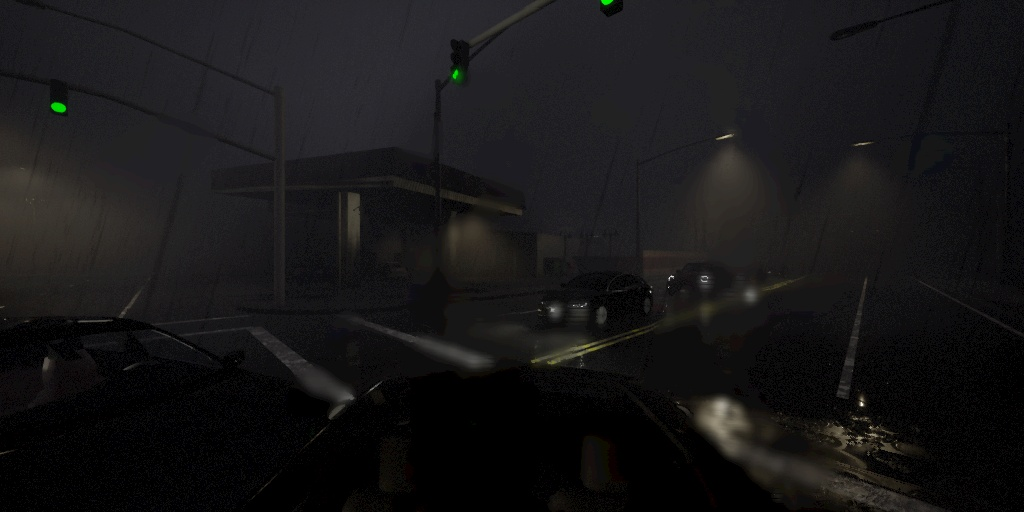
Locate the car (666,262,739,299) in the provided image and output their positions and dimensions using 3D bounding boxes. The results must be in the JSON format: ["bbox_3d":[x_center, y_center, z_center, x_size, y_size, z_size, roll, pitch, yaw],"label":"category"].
[{"bbox_3d":[9.698,1.102,18.384,4.553,1.767,2.097,0,0,-45],"label":"car"}]

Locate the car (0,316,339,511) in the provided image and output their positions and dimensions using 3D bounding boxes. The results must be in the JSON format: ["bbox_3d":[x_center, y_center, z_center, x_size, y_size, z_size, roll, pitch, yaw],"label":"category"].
[{"bbox_3d":[-3.424,1.242,2.505,4.902,1.511,2.128,0,0,15],"label":"car"}]

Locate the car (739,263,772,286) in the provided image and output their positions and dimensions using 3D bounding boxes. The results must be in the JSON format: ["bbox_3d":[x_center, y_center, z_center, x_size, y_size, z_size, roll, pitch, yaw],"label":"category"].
[{"bbox_3d":[16.616,1.314,25.303,1.994,1.385,4.181,0,0,44],"label":"car"}]

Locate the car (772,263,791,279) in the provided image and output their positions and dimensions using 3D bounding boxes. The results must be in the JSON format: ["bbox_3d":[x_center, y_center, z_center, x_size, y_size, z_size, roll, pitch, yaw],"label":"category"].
[{"bbox_3d":[23.741,1.314,32.365,4.181,1.385,1.994,0,0,-45],"label":"car"}]

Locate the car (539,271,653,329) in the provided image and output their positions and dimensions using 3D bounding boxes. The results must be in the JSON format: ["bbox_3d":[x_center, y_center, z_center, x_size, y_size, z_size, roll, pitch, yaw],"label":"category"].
[{"bbox_3d":[2.867,1.255,11.530,1.837,1.490,4.892,0,0,45],"label":"car"}]
